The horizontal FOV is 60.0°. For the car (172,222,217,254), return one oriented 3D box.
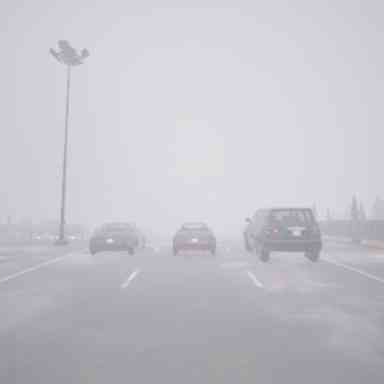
[{"bbox_3d":[0.105,2.130,15.986,1.994,1.385,4.181,0,-4,0],"label":"car"}]

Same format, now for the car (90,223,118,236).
[{"bbox_3d":[-10.569,4.573,40.383,2.128,1.511,4.902,0,-6,0],"label":"car"}]

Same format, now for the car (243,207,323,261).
[{"bbox_3d":[3.605,1.666,14.122,2.150,2.045,5.566,0,-3,0],"label":"car"}]

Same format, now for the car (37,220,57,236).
[{"bbox_3d":[-17.566,4.534,42.446,2.150,2.045,5.566,0,-6,0],"label":"car"}]

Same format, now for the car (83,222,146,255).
[{"bbox_3d":[-3.395,2.117,15.793,1.994,1.385,4.181,0,-4,0],"label":"car"}]

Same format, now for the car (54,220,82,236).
[{"bbox_3d":[-14.071,4.466,39.544,1.882,1.535,5.008,0,-6,0],"label":"car"}]
